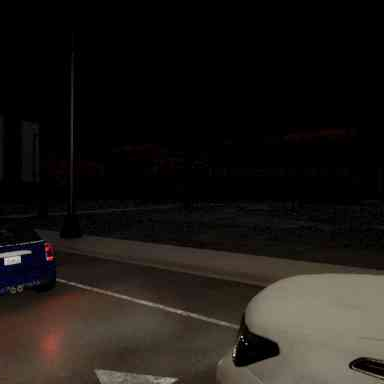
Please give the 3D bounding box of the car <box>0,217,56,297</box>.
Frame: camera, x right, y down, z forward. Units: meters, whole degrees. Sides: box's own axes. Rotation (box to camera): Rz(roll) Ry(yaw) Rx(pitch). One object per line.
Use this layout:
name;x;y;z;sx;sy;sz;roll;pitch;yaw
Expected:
car;-5.209;1.351;7.714;4.553;1.767;2.097;0;0;36

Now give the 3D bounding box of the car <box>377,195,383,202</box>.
car;39.908;1.370;67.967;1.853;1.218;4.536;1;1;6

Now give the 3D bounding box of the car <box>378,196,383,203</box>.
car;39.902;1.528;67.917;2.038;1.542;4.974;1;1;6

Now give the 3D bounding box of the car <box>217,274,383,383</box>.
car;2.870;1.212;1.944;5.566;2.045;2.150;0;0;35
